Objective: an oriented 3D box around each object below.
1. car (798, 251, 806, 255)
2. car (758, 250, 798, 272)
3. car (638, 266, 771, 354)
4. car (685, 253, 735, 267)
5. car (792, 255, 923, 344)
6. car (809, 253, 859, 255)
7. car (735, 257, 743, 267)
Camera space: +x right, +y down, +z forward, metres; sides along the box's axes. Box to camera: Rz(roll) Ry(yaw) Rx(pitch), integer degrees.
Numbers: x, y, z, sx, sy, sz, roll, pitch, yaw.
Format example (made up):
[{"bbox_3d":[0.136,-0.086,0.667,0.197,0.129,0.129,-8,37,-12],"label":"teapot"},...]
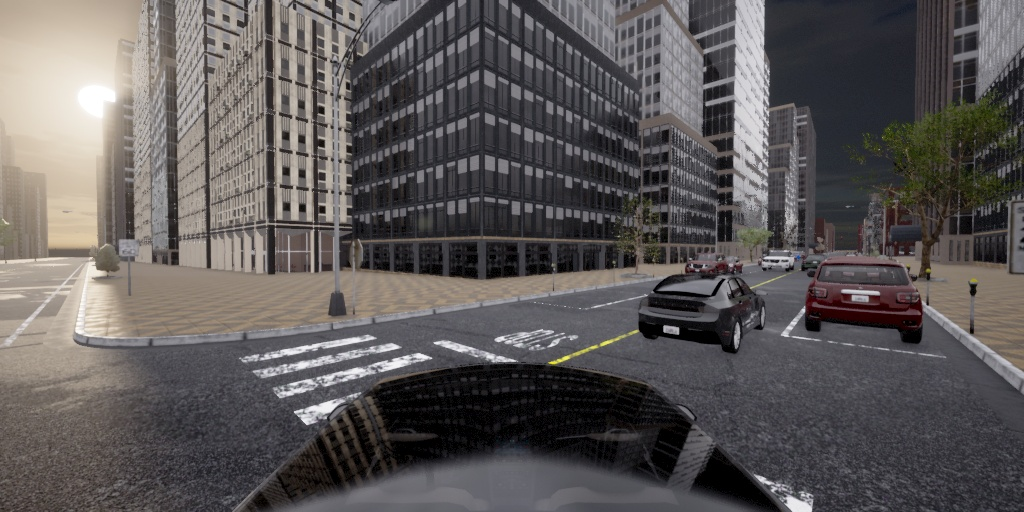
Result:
[{"bbox_3d":[30.237,0.590,35.576,2.097,1.767,4.553,1,1,44],"label":"car"},{"bbox_3d":[26.914,0.442,36.169,2.150,2.045,5.566,1,1,43],"label":"car"},{"bbox_3d":[4.759,1.164,8.725,1.837,1.490,4.892,1,1,43],"label":"car"},{"bbox_3d":[14.780,0.669,27.083,2.192,1.841,5.009,0,0,43],"label":"car"},{"bbox_3d":[9.139,0.971,9.478,2.192,1.841,5.009,0,0,43],"label":"car"},{"bbox_3d":[12.886,0.906,13.583,2.192,1.841,5.009,0,0,43],"label":"car"},{"bbox_3d":[18.597,0.731,31.123,1.967,1.591,4.097,0,0,43],"label":"car"}]
